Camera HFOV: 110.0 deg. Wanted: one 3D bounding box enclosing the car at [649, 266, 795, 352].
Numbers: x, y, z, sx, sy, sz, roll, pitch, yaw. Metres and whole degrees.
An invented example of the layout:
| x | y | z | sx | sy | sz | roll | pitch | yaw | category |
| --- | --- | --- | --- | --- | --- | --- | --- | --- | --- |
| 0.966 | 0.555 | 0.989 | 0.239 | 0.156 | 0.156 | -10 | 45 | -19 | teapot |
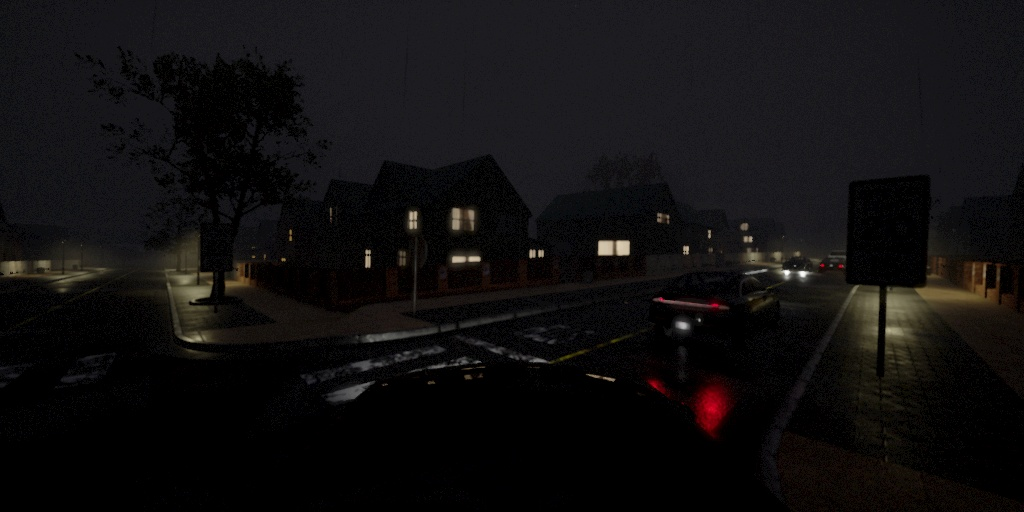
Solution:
| x | y | z | sx | sy | sz | roll | pitch | yaw | category |
| --- | --- | --- | --- | --- | --- | --- | --- | --- | --- |
| 5.095 | 1.131 | 8.758 | 4.902 | 1.511 | 2.128 | -1 | 2 | -45 | car |

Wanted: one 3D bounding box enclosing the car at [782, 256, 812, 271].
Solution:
| x | y | z | sx | sy | sz | roll | pitch | yaw | category |
| --- | --- | --- | --- | --- | --- | --- | --- | --- | --- |
| 28.261 | 0.738 | 35.408 | 4.181 | 1.385 | 1.994 | -1 | 2 | -45 | car |

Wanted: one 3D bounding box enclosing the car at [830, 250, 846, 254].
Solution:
| x | y | z | sx | sy | sz | roll | pitch | yaw | category |
| --- | --- | --- | --- | --- | --- | --- | --- | --- | --- |
| 35.855 | 0.377 | 38.962 | 5.566 | 2.045 | 2.150 | -1 | 2 | -44 | car |

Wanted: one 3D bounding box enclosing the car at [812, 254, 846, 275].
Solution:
| x | y | z | sx | sy | sz | roll | pitch | yaw | category |
| --- | --- | --- | --- | --- | --- | --- | --- | --- | --- |
| 28.350 | 0.825 | 31.548 | 5.357 | 1.411 | 2.033 | -1 | 2 | -44 | car |
